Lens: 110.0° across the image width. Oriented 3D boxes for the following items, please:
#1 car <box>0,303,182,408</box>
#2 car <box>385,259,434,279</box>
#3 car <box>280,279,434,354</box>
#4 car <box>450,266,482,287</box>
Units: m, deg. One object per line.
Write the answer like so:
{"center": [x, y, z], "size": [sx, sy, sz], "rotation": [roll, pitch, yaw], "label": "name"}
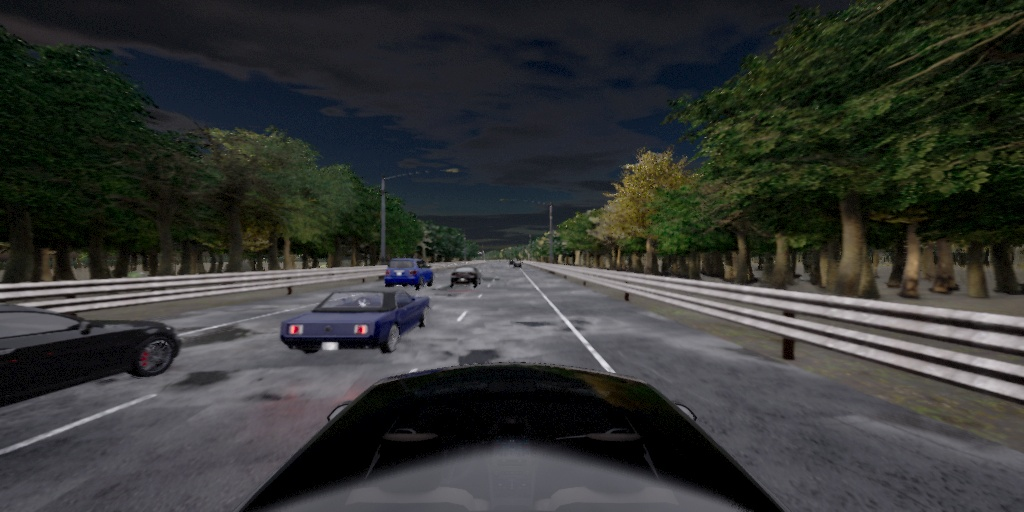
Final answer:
{"center": [-6.900, 1.305, 4.514], "size": [1.812, 1.442, 4.674], "rotation": [0, -1, 0], "label": "car"}
{"center": [-6.893, 1.205, 24.588], "size": [2.150, 2.045, 5.566], "rotation": [0, -1, 0], "label": "car"}
{"center": [-3.398, 1.426, 8.936], "size": [1.895, 1.301, 4.718], "rotation": [0, -1, 0], "label": "car"}
{"center": [-3.392, 1.486, 27.049], "size": [1.882, 1.535, 5.008], "rotation": [0, -1, 0], "label": "car"}
